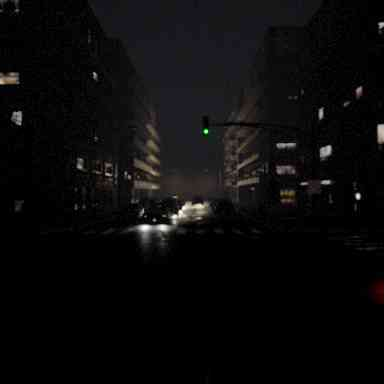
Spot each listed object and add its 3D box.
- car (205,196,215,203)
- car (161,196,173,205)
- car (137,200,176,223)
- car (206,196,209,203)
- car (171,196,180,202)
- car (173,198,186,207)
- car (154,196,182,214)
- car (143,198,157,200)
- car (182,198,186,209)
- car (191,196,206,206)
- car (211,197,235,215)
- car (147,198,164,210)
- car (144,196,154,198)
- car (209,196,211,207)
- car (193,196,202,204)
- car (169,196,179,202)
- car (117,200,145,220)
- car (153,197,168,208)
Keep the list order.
[{"bbox_3d":[3.930,1.665,74.072,2.008,1.369,4.403,0,0,1],"label":"car"},{"bbox_3d":[-4.635,1.566,62.845,1.967,1.590,4.097,0,0,1],"label":"car"},{"bbox_3d":[-2.625,1.600,26.080,2.033,1.411,5.357,0,0,0],"label":"car"},{"bbox_3d":[3.559,1.653,51.346,1.802,1.307,4.206,0,0,1],"label":"car"},{"bbox_3d":[-4.264,1.723,85.570,2.008,1.369,4.403,0,0,1],"label":"car"},{"bbox_3d":[-2.067,1.702,55.404,1.895,1.301,4.718,0,0,1],"label":"car"},{"bbox_3d":[-2.470,1.419,35.561,2.097,1.767,4.553,0,0,1],"label":"car"},{"bbox_3d":[-5.103,1.601,34.266,1.752,1.417,4.829,0,0,1],"label":"car"},{"bbox_3d":[-2.246,1.683,45.066,1.895,1.301,4.718,0,0,1],"label":"car"},{"bbox_3d":[0.967,1.445,57.369,2.097,1.767,4.553,0,0,1],"label":"car"},{"bbox_3d":[3.279,1.482,34.301,1.967,1.590,4.097,0,0,1],"label":"car"},{"bbox_3d":[-4.917,1.619,45.629,1.752,1.417,4.829,0,0,1],"label":"car"},{"bbox_3d":[-5.008,1.400,40.118,2.192,1.841,5.009,0,0,1],"label":"car"},{"bbox_3d":[3.372,1.491,39.983,1.967,1.590,4.097,0,0,1],"label":"car"},{"bbox_3d":[1.129,1.589,67.233,1.882,1.535,5.008,0,0,1],"label":"car"},{"bbox_3d":[-4.356,1.711,79.888,2.008,1.369,4.403,0,0,1],"label":"car"},{"bbox_3d":[-5.192,1.633,28.754,1.947,1.339,4.313,0,0,1],"label":"car"},{"bbox_3d":[-4.821,1.544,51.481,1.967,1.590,4.097,0,0,1],"label":"car"}]
